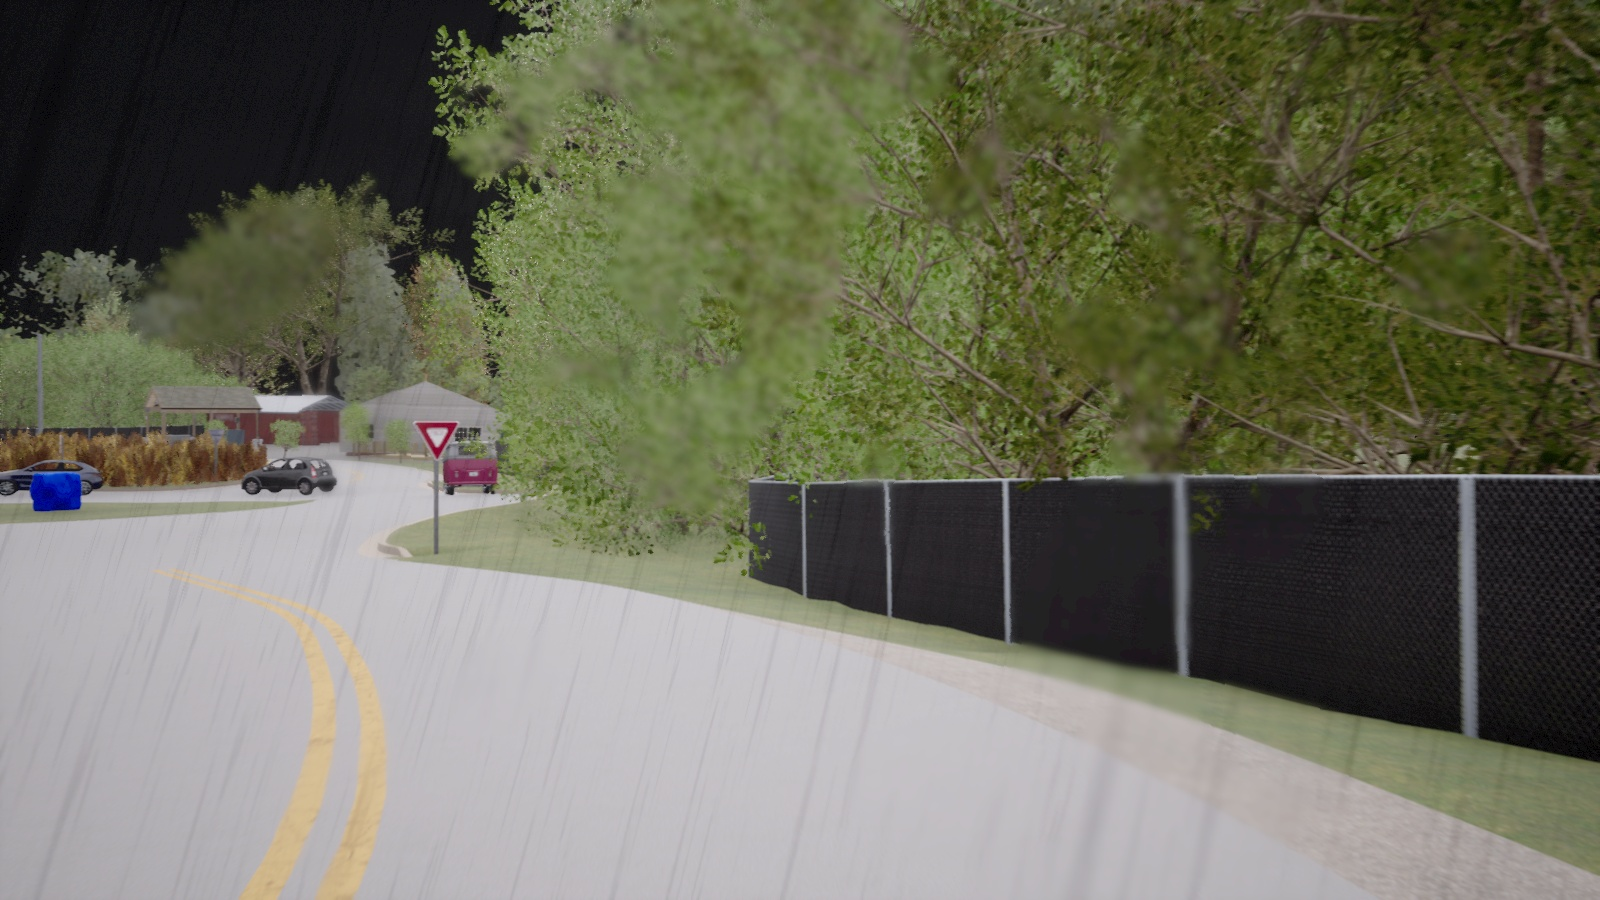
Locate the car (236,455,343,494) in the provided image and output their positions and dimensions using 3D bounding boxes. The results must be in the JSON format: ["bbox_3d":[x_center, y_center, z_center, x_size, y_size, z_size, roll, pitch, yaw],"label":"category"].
[{"bbox_3d":[-22.285,1.049,54.887,3.988,1.617,1.851,0,2,15],"label":"car"}]

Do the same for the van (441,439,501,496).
[{"bbox_3d":[-12.461,0.690,47.411,1.775,1.987,4.442,-1,-2,-20],"label":"van"}]

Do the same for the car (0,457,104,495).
[{"bbox_3d":[-31.811,1.105,53.021,4.193,1.474,1.816,1,1,-28],"label":"car"}]
